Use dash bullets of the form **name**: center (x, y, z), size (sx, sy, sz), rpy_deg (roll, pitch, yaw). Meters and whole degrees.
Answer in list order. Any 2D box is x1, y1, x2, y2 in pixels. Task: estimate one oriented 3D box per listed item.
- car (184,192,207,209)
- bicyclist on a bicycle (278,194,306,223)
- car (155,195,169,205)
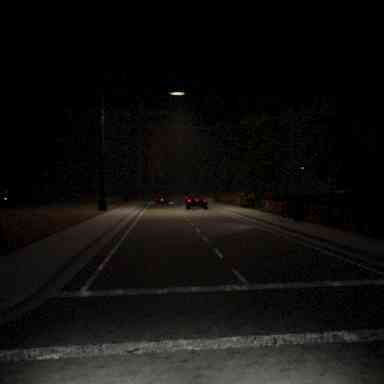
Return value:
- **car**: center (0.338, 0.897, 36.116), size (2.097, 1.767, 4.553), rpy_deg (-1, 1, -5)
- **bicyclist on a bicycle**: center (5.746, 0.955, 19.088), size (1.656, 1.620, 0.582), rpy_deg (-1, 1, -5)
- **car**: center (-4.280, 1.045, 47.641), size (1.994, 1.385, 4.181), rpy_deg (-1, 1, -5)
